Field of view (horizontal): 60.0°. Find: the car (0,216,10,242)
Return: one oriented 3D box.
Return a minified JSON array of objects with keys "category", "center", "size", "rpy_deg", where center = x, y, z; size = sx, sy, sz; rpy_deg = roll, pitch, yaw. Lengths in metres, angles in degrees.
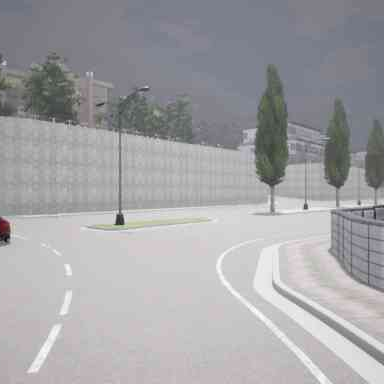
[{"category":"car","center":[-9.925,1.526,15.323],"size":[4.674,1.442,1.812],"rpy_deg":[0,0,44]}]
